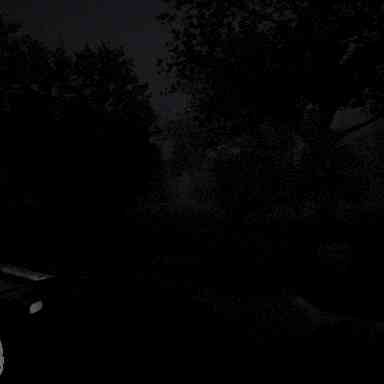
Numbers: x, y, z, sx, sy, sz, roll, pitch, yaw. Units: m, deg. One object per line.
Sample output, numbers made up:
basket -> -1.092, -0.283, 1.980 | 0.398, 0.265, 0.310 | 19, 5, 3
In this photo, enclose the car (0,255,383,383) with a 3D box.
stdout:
car -> -0.496, 1.482, 3.733 | 5.008, 1.535, 1.882 | 0, 0, 36
